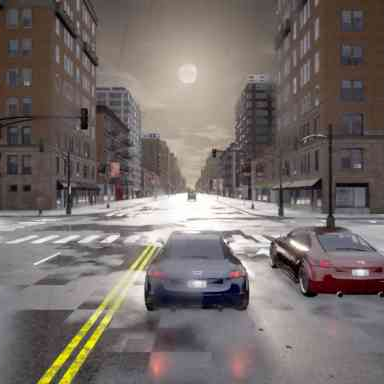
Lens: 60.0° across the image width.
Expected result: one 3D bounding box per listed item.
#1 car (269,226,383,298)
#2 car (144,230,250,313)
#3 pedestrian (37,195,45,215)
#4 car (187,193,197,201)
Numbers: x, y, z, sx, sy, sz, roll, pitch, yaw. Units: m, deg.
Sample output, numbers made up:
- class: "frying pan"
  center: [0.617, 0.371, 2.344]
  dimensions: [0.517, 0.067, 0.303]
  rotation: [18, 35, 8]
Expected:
- class: "car"
  center: [3.335, 1.564, 8.581]
  dimensions: [1.994, 1.385, 4.181]
  rotation: [0, 0, 0]
- class: "car"
  center: [0.085, 1.564, 7.762]
  dimensions: [1.994, 1.385, 4.181]
  rotation: [0, 0, 0]
- class: "pedestrian"
  center: [-14.152, 1.170, 31.080]
  dimensions: [0.375, 1.860, 0.375]
  rotation: [0, 0, 0]
- class: "car"
  center: [-0.026, 1.212, 80.278]
  dimensions: [2.150, 2.045, 5.566]
  rotation: [0, 0, 0]
